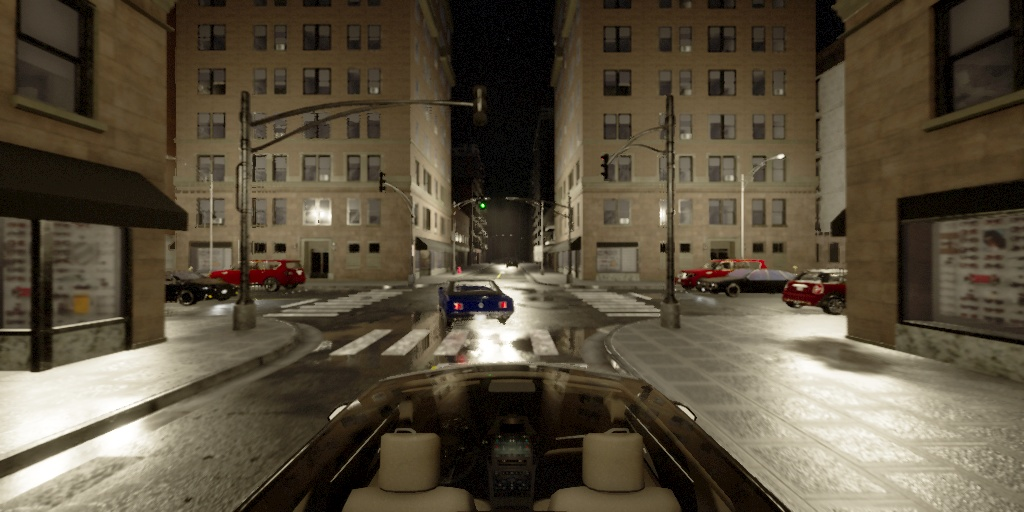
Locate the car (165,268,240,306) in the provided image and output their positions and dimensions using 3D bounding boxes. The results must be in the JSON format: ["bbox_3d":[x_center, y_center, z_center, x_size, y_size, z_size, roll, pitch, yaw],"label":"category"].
[{"bbox_3d":[-14.324,1.341,15.382,4.181,1.385,1.994,0,0,0],"label":"car"}]

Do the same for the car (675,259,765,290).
[{"bbox_3d":[12.273,1.114,20.924,5.009,1.841,2.192,0,0,0],"label":"car"}]

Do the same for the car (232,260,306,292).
[{"bbox_3d":[-14.783,1.120,20.927,5.009,1.841,2.192,0,0,0],"label":"car"}]

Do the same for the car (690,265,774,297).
[{"bbox_3d":[12.459,1.334,18.391,5.357,1.411,2.033,0,0,0],"label":"car"}]

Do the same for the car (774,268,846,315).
[{"bbox_3d":[12.291,1.198,12.899,4.097,1.591,1.967,0,0,0],"label":"car"}]

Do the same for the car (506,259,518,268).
[{"bbox_3d":[0.018,1.258,63.186,2.097,1.767,4.553,0,0,0],"label":"car"}]

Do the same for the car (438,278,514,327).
[{"bbox_3d":[-1.415,1.370,11.786,1.895,1.301,4.718,0,0,-15],"label":"car"}]
